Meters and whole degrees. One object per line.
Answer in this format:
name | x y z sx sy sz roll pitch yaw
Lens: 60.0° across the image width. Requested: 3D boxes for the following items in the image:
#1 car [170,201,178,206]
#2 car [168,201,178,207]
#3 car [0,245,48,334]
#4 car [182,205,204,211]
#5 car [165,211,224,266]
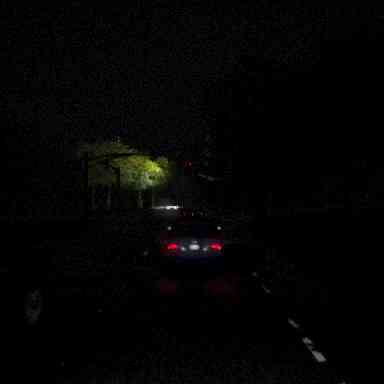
car | -4.767 3.151 89.677 1.895 1.301 4.718 0 -2 -1
car | -4.419 2.688 74.099 1.895 1.301 4.718 0 -1 -1
car | -3.594 1.507 4.258 2.128 1.511 4.902 0 0 0
car | 0.065 1.754 27.843 1.895 1.301 4.718 0 0 0
car | 0.078 1.605 11.800 2.033 1.411 5.357 0 0 0
